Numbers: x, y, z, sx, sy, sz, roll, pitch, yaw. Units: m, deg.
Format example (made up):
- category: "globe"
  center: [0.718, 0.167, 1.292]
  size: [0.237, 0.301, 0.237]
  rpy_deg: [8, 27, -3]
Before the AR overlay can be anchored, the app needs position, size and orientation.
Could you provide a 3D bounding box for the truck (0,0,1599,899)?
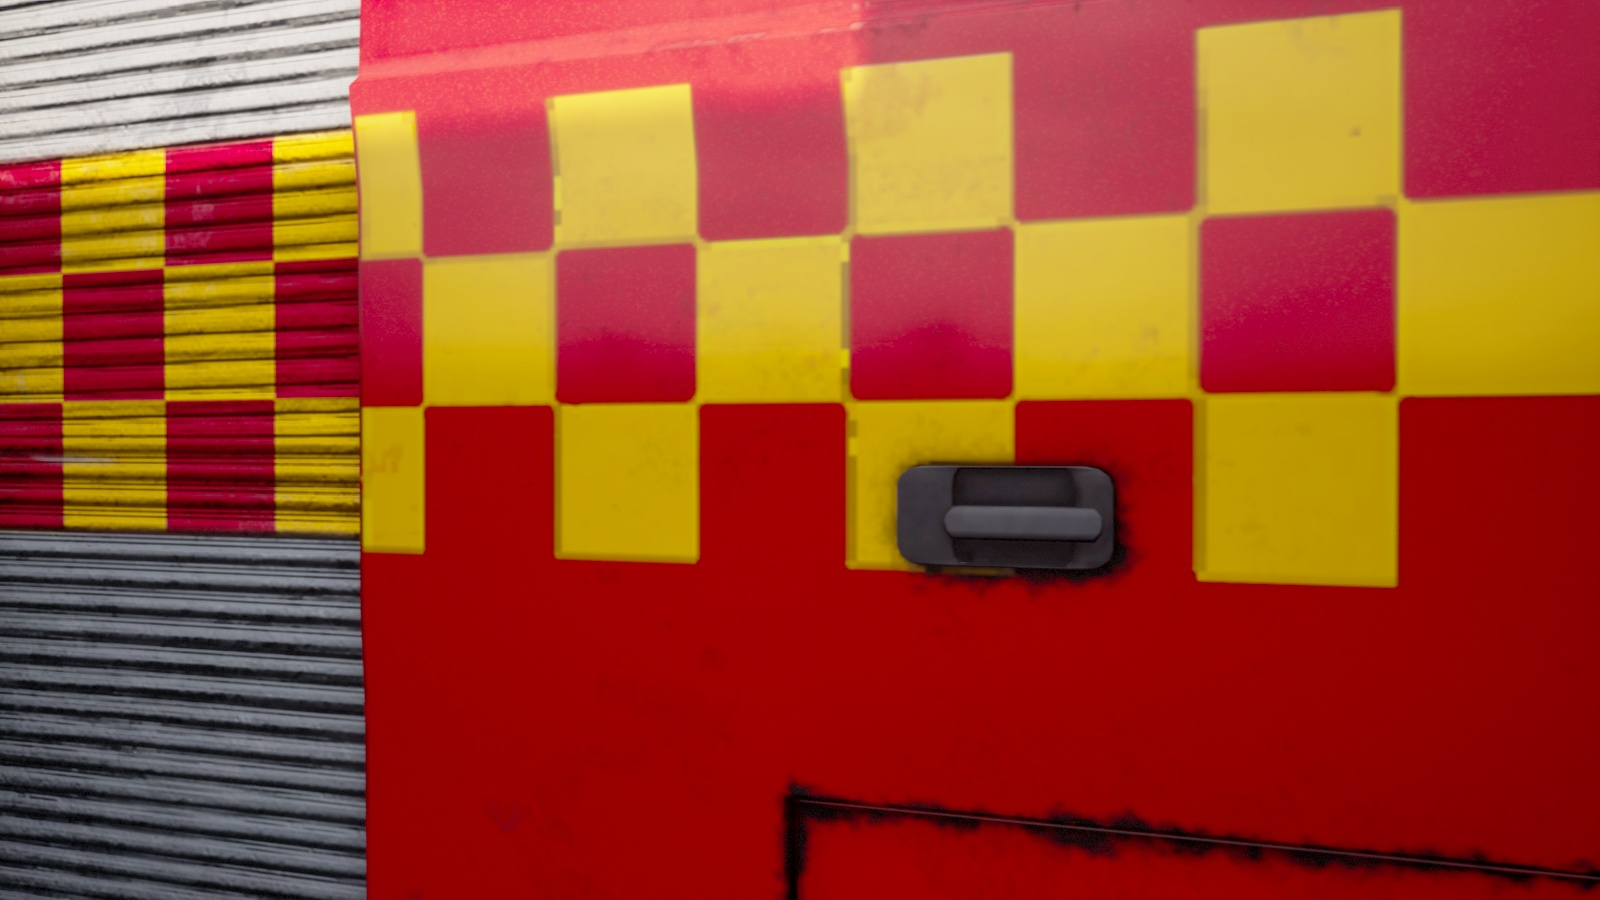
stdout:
- category: "truck"
  center: [0.746, -0.382, 2.925]
  size: [8.468, 3.827, 2.891]
  rpy_deg: [1, 1, 19]
